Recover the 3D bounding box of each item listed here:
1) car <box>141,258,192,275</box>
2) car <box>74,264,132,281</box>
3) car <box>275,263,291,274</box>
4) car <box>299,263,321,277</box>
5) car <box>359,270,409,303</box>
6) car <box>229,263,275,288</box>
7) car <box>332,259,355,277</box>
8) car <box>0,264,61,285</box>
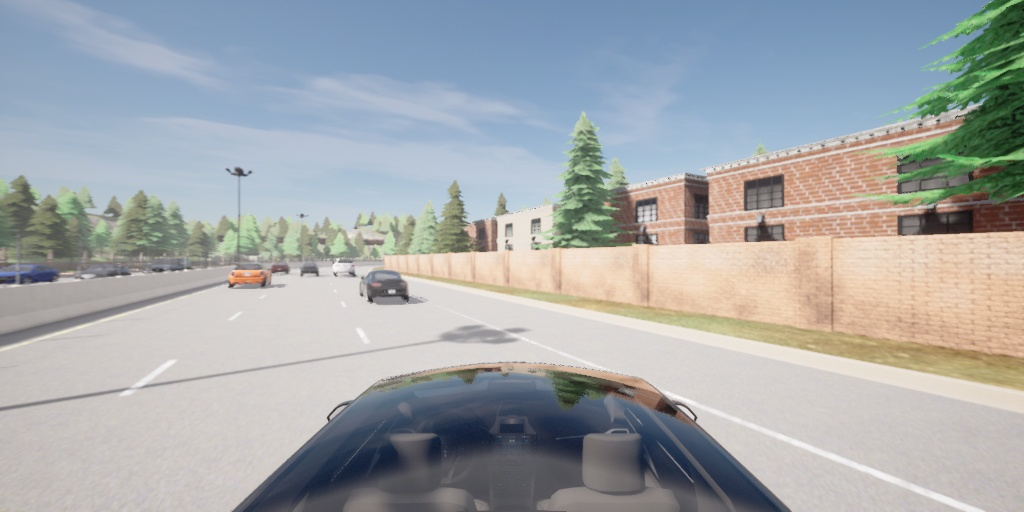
[{"bbox_3d":[-30.009,1.183,31.425,2.150,2.045,5.566,0,-1,-28],"label":"car"},{"bbox_3d":[-32.456,1.415,28.591,2.128,1.511,4.902,1,-1,-28],"label":"car"},{"bbox_3d":[-30.975,1.608,48.107,1.882,1.535,5.008,0,-1,-28],"label":"car"},{"bbox_3d":[-23.256,1.590,41.285,1.837,1.490,4.892,1,-1,-29],"label":"car"},{"bbox_3d":[-6.379,1.421,17.756,1.812,1.442,4.674,1,-1,-29],"label":"car"},{"bbox_3d":[-18.953,1.295,26.144,2.097,1.767,4.553,1,-1,-29],"label":"car"},{"bbox_3d":[-19.966,1.328,42.569,2.150,2.045,5.566,1,-1,-29],"label":"car"},{"bbox_3d":[-34.787,1.360,25.541,1.882,1.535,5.008,1,-1,-28],"label":"car"}]
